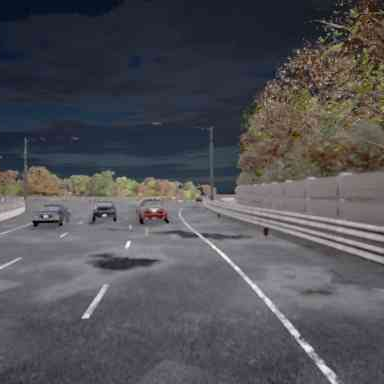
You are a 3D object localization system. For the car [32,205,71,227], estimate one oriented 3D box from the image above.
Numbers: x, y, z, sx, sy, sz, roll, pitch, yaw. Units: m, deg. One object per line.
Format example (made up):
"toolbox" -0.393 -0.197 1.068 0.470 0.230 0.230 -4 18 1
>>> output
"car" -9.730 1.591 23.327 2.033 1.411 5.357 0 0 -13

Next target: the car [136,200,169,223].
"car" -3.116 1.350 25.425 2.097 1.767 4.553 0 0 -13

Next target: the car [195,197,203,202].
"car" 2.035 2.080 92.532 1.837 1.490 4.892 0 -3 8

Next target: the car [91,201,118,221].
"car" -7.226 1.528 27.485 1.837 1.490 4.892 0 0 -15
